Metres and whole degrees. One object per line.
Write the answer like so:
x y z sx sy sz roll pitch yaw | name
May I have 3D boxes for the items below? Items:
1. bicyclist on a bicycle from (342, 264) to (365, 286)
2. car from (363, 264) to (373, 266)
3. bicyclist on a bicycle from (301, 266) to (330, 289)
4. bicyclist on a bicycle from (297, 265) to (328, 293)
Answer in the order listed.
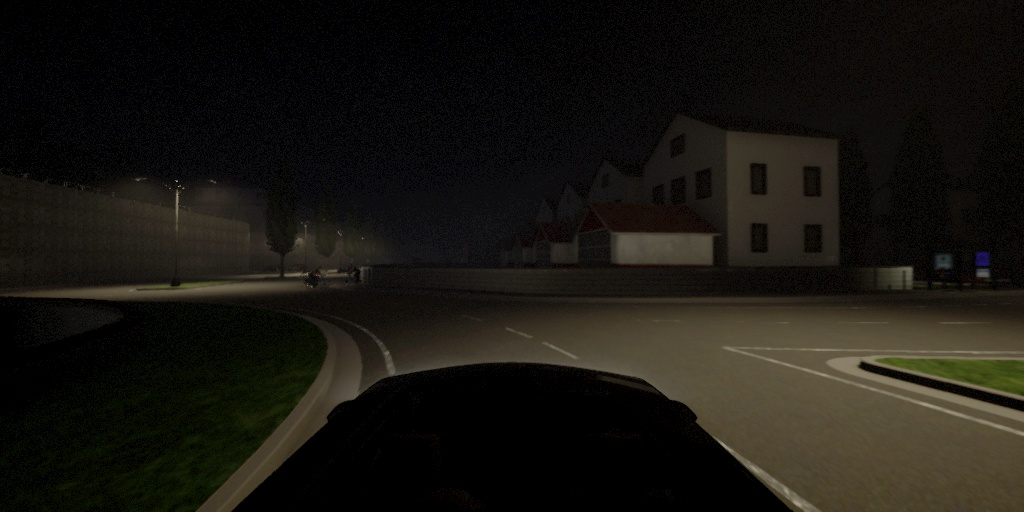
-12.037 1.438 27.265 1.656 1.620 0.582 0 -1 -27 | bicyclist on a bicycle
-24.009 2.121 60.175 1.837 1.490 4.892 0 -1 -10 | car
-14.245 1.588 26.300 0.582 1.620 1.656 -1 -1 44 | bicyclist on a bicycle
-16.519 1.942 29.761 0.582 1.620 1.656 -1 43 25 | bicyclist on a bicycle
